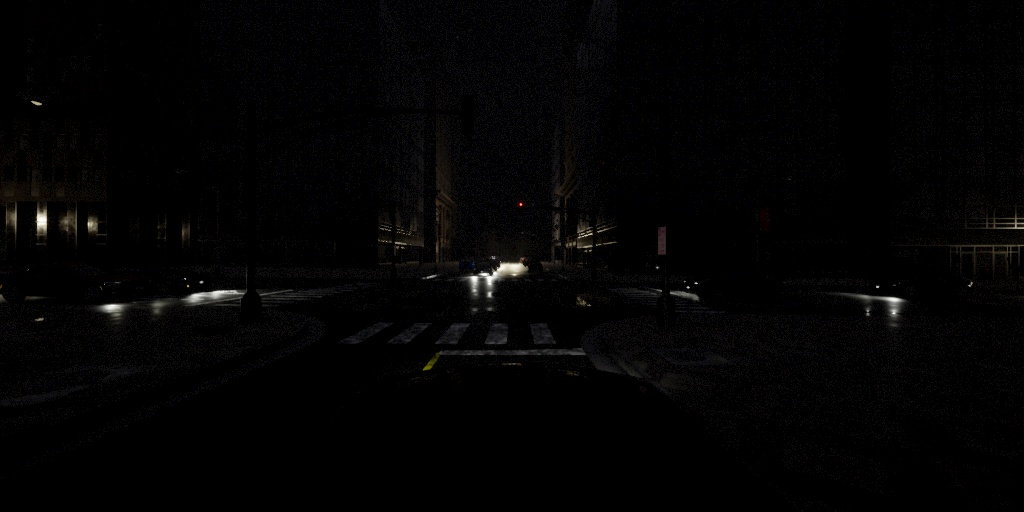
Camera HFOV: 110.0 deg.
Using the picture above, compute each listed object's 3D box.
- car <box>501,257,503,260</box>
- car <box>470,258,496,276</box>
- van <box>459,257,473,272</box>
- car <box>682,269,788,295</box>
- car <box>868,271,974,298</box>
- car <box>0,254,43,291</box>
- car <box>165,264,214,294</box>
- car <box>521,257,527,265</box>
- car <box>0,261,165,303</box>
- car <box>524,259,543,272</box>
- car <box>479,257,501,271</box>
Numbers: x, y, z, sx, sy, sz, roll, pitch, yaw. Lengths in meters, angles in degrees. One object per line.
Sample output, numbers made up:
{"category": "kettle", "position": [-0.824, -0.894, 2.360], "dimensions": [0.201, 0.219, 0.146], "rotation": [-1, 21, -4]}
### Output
{"category": "car", "position": [-2.782, 1.223, 57.353], "dimensions": [1.812, 1.442, 4.674], "rotation": [0, 0, 0]}
{"category": "car", "position": [-2.925, 1.253, 37.232], "dimensions": [1.812, 1.442, 4.674], "rotation": [0, 0, 0]}
{"category": "van", "position": [-5.639, 1.058, 45.147], "dimensions": [1.690, 1.789, 3.998], "rotation": [0, 0, 0]}
{"category": "car", "position": [13.037, 1.496, 21.089], "dimensions": [5.357, 1.411, 2.033], "rotation": [1, 0, 0]}
{"category": "car", "position": [23.877, 1.599, 21.030], "dimensions": [4.892, 1.490, 1.837], "rotation": [1, 0, 0]}
{"category": "car", "position": [-27.026, 0.758, 17.875], "dimensions": [4.553, 1.767, 2.097], "rotation": [1, 0, 0]}
{"category": "car", "position": [-17.417, 1.094, 17.817], "dimensions": [4.181, 1.385, 1.994], "rotation": [1, 0, 0]}
{"category": "car", "position": [2.997, 1.270, 62.040], "dimensions": [1.802, 1.307, 4.207], "rotation": [0, 0, 0]}
{"category": "car", "position": [-17.608, 0.993, 14.568], "dimensions": [5.008, 1.535, 1.882], "rotation": [1, 0, 0]}
{"category": "car", "position": [2.886, 1.283, 45.092], "dimensions": [1.948, 1.339, 4.313], "rotation": [0, 0, 0]}
{"category": "car", "position": [-2.869, 1.206, 46.349], "dimensions": [2.128, 1.511, 4.902], "rotation": [0, 0, 0]}
